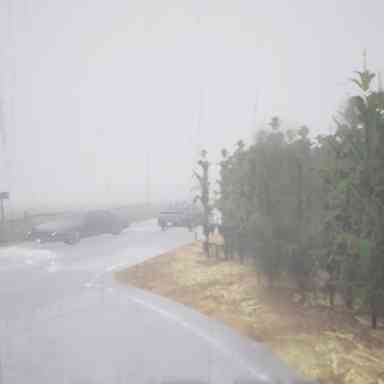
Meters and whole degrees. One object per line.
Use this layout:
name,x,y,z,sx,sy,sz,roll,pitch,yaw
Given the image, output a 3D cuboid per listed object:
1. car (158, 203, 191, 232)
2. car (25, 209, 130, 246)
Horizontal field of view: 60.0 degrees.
car,-0.202,1.347,19.061,2.128,1.511,4.902,-1,0,23
car,-5.121,1.544,15.915,2.033,1.411,5.357,-1,1,25
